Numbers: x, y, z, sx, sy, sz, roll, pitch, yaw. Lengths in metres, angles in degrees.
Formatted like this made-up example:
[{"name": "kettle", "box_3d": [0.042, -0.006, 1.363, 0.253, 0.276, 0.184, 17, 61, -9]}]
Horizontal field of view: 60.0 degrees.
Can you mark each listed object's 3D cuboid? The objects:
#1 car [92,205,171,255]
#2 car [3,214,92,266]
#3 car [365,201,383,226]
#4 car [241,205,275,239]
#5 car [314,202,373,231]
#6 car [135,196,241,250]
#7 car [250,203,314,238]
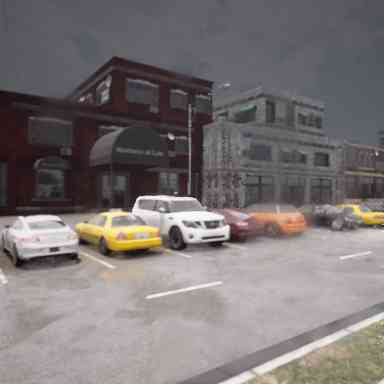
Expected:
[{"name": "car", "box_3d": [-3.154, 1.453, 13.277, 1.946, 1.575, 5.366, 0, 0, -35]}, {"name": "car", "box_3d": [-5.306, 1.500, 11.518, 2.002, 1.452, 4.674, 0, 0, -35]}, {"name": "car", "box_3d": [10.537, 1.556, 22.998, 1.946, 1.575, 5.366, 1, 0, -35]}, {"name": "car", "box_3d": [1.482, 1.510, 16.340, 2.002, 1.452, 4.674, 0, 0, -35]}, {"name": "car", "box_3d": [8.374, 1.536, 21.243, 2.231, 1.521, 4.892, 1, 0, -35]}, {"name": "car", "box_3d": [-0.764, 1.208, 14.712, 2.435, 2.045, 5.566, 0, 0, -35]}, {"name": "car", "box_3d": [3.765, 1.362, 17.924, 2.185, 1.767, 4.553, 0, 0, -35]}]
